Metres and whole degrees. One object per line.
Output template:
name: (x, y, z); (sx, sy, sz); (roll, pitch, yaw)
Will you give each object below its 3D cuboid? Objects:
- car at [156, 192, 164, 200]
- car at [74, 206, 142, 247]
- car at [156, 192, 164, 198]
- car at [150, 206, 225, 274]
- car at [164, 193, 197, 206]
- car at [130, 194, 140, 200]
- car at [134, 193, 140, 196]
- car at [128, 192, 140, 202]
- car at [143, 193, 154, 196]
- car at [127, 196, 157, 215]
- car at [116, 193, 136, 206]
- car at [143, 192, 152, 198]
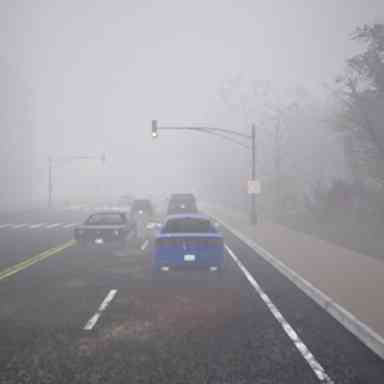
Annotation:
car: (-6.679, 0.980, 77.488); (1.882, 1.535, 5.008); (0, 0, -10)
car: (-3.518, 1.518, 14.555); (1.895, 1.301, 4.718); (0, 0, -2)
car: (-8.419, 0.747, 87.463); (1.882, 1.535, 5.008); (0, 0, -10)
car: (-0.127, 1.418, 10.388); (1.882, 1.535, 5.008); (0, 0, -2)
car: (-0.794, 1.075, 25.506); (2.150, 2.045, 5.566); (0, 1, -3)
car: (-12.786, 1.081, 74.553); (1.994, 1.385, 4.181); (0, 0, -9)
car: (-10.035, 1.025, 54.160); (2.097, 1.767, 4.553); (0, 0, -6)
car: (-11.288, 0.953, 64.611); (2.097, 1.767, 4.553); (0, 0, -8)
car: (-9.822, 0.990, 76.584); (1.882, 1.535, 5.008); (0, 0, -9)
car: (-4.280, 1.336, 29.121); (1.837, 1.490, 4.892); (0, 0, -4)
car: (-9.078, 1.258, 45.248); (1.812, 1.442, 4.674); (0, 0, -6)
car: (-11.618, 0.828, 86.890); (1.994, 1.385, 4.181); (0, 0, -10)
